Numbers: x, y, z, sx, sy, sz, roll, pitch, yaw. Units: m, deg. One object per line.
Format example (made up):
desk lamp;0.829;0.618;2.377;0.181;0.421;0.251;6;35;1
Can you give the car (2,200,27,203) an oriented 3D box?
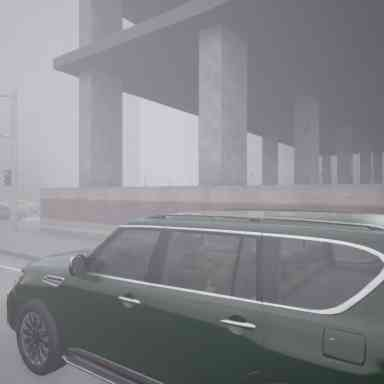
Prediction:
car;-15.203;1.620;25.933;1.994;1.385;4.181;0;0;37

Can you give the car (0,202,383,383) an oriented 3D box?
car;0.098;1.221;3.915;5.566;2.045;2.150;0;0;36

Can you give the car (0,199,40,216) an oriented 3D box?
car;-18.343;1.533;33.797;1.882;1.535;5.008;0;0;36
